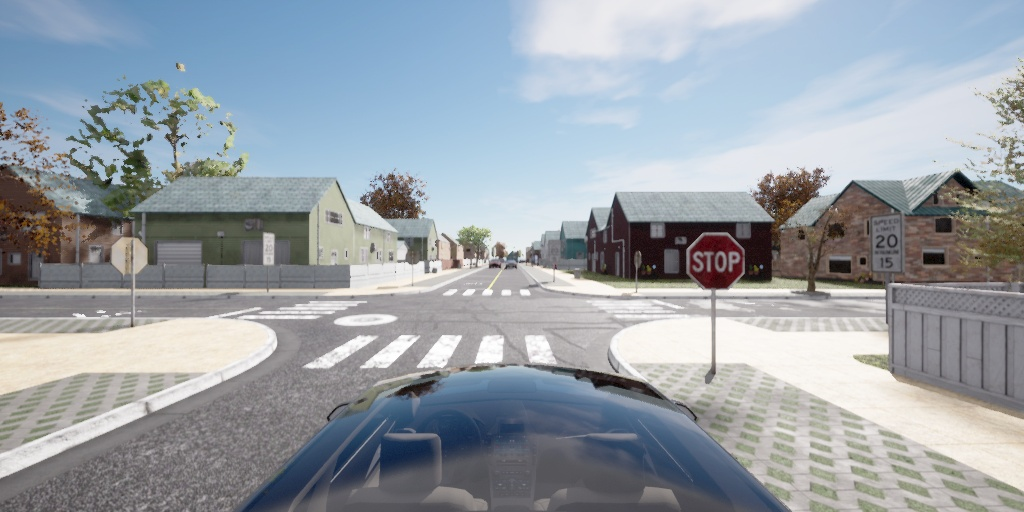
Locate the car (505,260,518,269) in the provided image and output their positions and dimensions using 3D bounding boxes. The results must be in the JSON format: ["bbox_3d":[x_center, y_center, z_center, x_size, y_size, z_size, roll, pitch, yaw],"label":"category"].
[{"bbox_3d":[-0.117,1.393,57.283,1.812,1.442,4.674,0,0,0],"label":"car"}]

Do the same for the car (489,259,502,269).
[{"bbox_3d":[-2.876,1.245,61.894,2.097,1.767,4.553,0,0,0],"label":"car"}]
